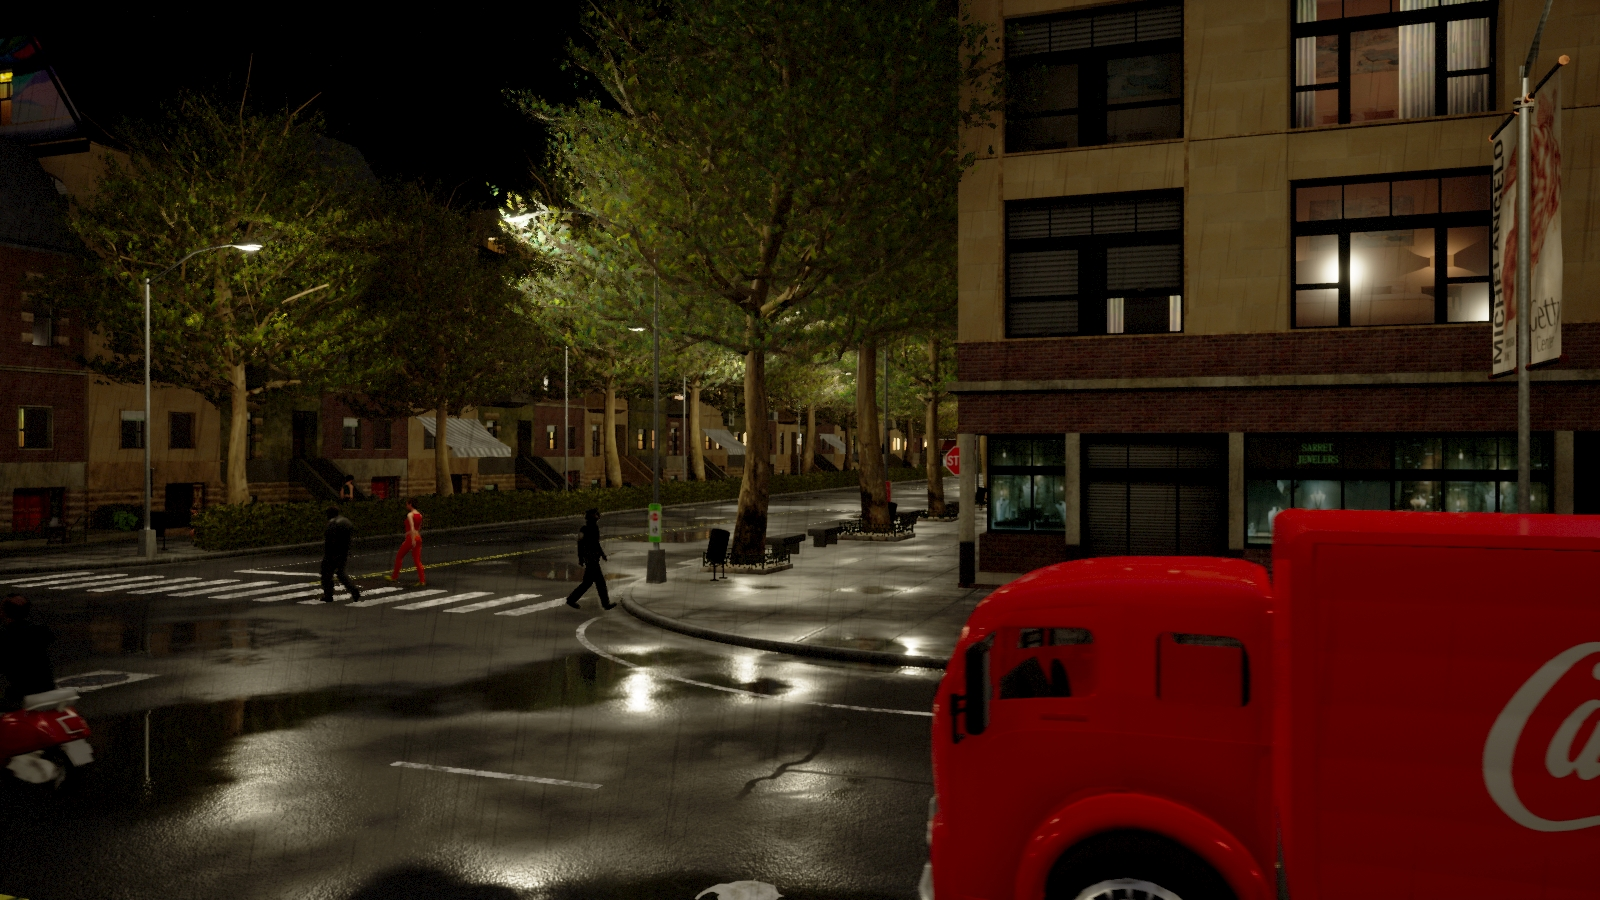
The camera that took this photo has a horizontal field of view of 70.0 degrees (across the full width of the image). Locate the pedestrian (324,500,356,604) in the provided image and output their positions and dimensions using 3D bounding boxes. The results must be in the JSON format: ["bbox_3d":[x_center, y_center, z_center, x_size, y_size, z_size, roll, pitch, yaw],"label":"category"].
[{"bbox_3d":[-8.373,1.849,20.801,0.375,1.860,0.375,0,0,19],"label":"pedestrian"}]

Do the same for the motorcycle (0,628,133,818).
[{"bbox_3d":[-6.543,2.182,9.411,1.805,1.236,0.856,0,0,20],"label":"motorcycle"}]

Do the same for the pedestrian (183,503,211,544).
[{"bbox_3d":[-17.051,2.076,32.302,0.500,1.100,0.500,0,0,20],"label":"pedestrian"}]

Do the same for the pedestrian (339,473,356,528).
[{"bbox_3d":[-15.304,1.696,38.646,0.375,1.860,0.375,0,0,18],"label":"pedestrian"}]

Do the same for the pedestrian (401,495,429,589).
[{"bbox_3d":[-7.792,1.849,23.118,0.375,1.860,0.375,0,0,20],"label":"pedestrian"}]

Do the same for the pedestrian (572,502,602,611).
[{"bbox_3d":[-3.715,1.849,19.924,0.375,1.860,0.375,0,0,18],"label":"pedestrian"}]

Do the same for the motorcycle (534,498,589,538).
[{"bbox_3d":[-7.808,2.212,37.443,0.803,1.145,2.033,0,1,20],"label":"motorcycle"}]

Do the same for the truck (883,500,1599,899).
[{"bbox_3d":[3.299,1.569,5.783,5.204,2.467,2.627,0,0,21],"label":"truck"}]
